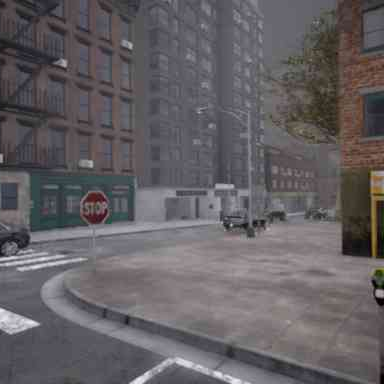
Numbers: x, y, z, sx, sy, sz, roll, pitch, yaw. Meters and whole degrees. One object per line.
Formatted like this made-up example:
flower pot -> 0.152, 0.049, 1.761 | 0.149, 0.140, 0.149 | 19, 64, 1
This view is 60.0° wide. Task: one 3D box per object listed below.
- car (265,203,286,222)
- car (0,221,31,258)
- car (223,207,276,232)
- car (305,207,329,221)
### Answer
car -> 8.094, 2.179, 35.279 | 2.150, 2.045, 5.566 | -1, -2, 36
car -> -8.527, 1.753, 12.168 | 1.837, 1.490, 4.892 | -1, -2, 36
car -> 4.116, 2.120, 24.693 | 2.128, 1.511, 4.902 | -1, -2, 36
car -> 14.998, 2.609, 39.826 | 1.837, 1.490, 4.892 | -1, -2, 36
